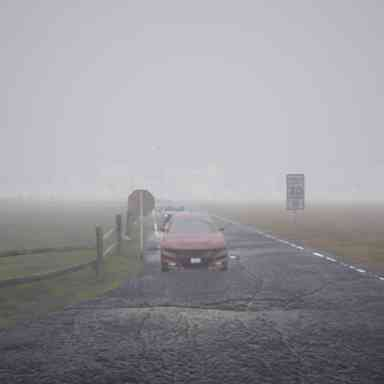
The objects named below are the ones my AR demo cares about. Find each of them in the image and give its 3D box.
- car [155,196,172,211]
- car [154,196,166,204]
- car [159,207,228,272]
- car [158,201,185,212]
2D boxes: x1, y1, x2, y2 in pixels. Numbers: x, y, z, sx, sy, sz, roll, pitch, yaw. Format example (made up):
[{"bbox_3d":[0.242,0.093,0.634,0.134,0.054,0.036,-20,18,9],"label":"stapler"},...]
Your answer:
[{"bbox_3d":[-3.035,1.483,37.896,2.033,1.411,5.357,-1,0,-8],"label":"car"},{"bbox_3d":[-5.954,1.445,61.115,1.994,1.385,4.181,-1,0,-7],"label":"car"},{"bbox_3d":[-0.002,1.481,11.056,1.882,1.535,5.008,-1,0,-2],"label":"car"},{"bbox_3d":[-1.203,1.570,23.415,1.895,1.301,4.718,-1,0,-7],"label":"car"}]
